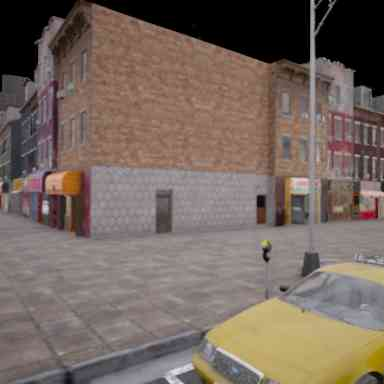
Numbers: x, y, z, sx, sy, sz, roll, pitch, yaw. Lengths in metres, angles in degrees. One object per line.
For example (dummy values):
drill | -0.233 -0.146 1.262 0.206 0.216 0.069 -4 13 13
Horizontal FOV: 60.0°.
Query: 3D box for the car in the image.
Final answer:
car | 2.263 1.570 4.432 4.829 1.417 1.752 1 -1 -36
